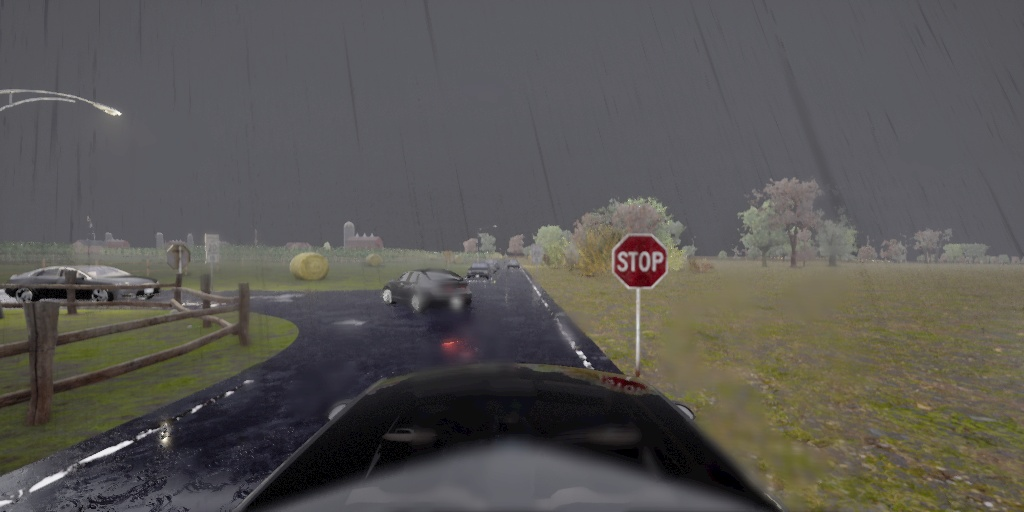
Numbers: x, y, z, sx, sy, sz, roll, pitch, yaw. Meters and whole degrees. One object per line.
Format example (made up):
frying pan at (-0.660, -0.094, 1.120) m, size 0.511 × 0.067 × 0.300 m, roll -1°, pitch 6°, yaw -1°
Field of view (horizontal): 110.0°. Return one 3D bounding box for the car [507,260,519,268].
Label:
car at (0.233, 1.300, 60.508) m, size 1.994 × 1.385 × 4.181 m, roll 0°, pitch 0°, yaw 0°

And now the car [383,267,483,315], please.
car at (-3.345, 1.238, 13.731) m, size 1.837 × 1.490 × 4.892 m, roll 0°, pitch 1°, yaw -39°

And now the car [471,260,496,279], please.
car at (-2.787, 1.278, 31.893) m, size 2.033 × 1.411 × 5.357 m, roll 0°, pitch 0°, yaw 0°

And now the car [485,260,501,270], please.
car at (-2.714, 1.279, 52.421) m, size 2.033 × 1.411 × 5.357 m, roll 0°, pitch 0°, yaw 0°

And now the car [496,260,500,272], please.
car at (-2.754, 1.220, 42.082) m, size 2.128 × 1.511 × 4.902 m, roll 0°, pitch 0°, yaw 0°

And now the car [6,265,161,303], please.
car at (-17.212, 1.136, 14.566) m, size 4.902 × 1.511 × 2.128 m, roll 0°, pitch 1°, yaw 0°
